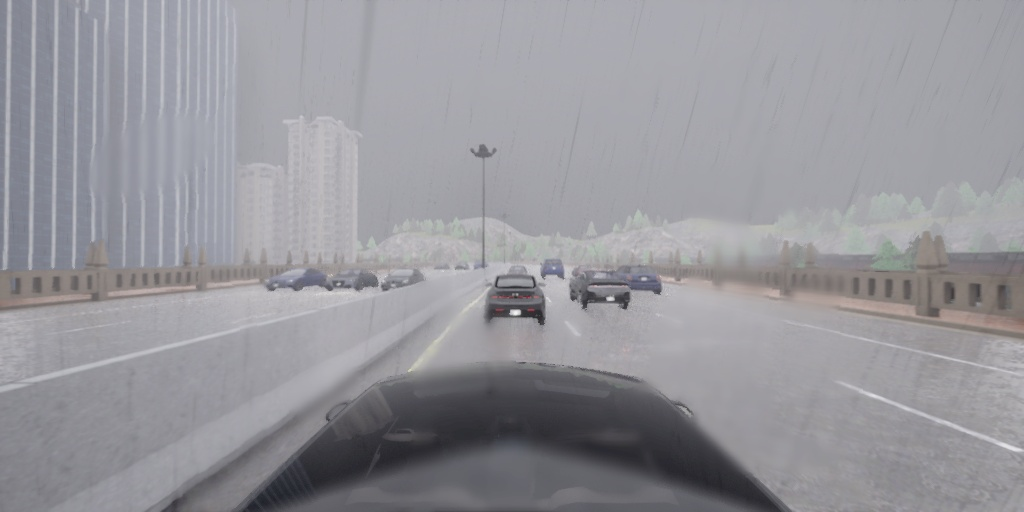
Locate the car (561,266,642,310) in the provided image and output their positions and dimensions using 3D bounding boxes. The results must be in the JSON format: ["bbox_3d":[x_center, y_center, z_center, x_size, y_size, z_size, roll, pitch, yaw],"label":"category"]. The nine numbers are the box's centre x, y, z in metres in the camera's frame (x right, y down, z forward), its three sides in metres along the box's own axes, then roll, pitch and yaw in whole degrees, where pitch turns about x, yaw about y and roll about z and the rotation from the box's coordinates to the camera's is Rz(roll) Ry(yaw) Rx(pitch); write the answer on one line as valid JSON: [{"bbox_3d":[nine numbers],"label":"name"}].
[{"bbox_3d":[3.651,1.379,15.593,2.128,1.511,4.902,0,-1,1],"label":"car"}]

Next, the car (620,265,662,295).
[{"bbox_3d":[7.262,1.301,21.712,2.097,1.767,4.553,0,0,1],"label":"car"}]

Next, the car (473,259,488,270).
[{"bbox_3d":[-5.649,1.600,65.172,2.150,2.045,5.566,0,-1,2],"label":"car"}]

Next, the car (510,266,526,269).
[{"bbox_3d":[0.563,1.613,33.516,2.033,1.411,5.357,0,-1,2],"label":"car"}]

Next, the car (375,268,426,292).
[{"bbox_3d":[-6.915,1.490,23.355,1.812,1.442,4.674,0,-1,1],"label":"car"}]

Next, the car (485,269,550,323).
[{"bbox_3d":[0.118,1.363,12.561,1.837,1.490,4.892,0,0,0],"label":"car"}]

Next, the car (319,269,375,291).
[{"bbox_3d":[-10.408,1.531,23.591,1.994,1.385,4.181,0,-1,1],"label":"car"}]

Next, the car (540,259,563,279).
[{"bbox_3d":[4.186,1.328,37.735,2.150,2.045,5.566,0,-1,2],"label":"car"}]

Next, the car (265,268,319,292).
[{"bbox_3d":[-13.912,1.492,23.543,1.812,1.442,4.674,0,-1,1],"label":"car"}]
